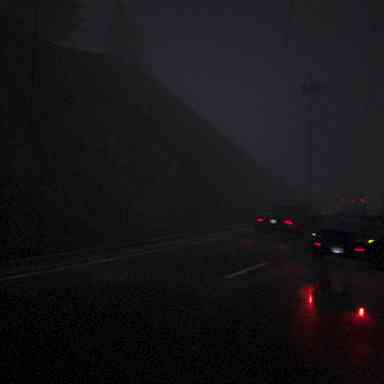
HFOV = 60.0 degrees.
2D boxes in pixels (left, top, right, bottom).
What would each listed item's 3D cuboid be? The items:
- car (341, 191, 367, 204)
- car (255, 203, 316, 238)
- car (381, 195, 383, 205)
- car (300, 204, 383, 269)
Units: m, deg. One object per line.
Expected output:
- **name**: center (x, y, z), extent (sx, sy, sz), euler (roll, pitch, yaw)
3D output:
- **car**: center (15.741, 0.772, 32.222), extent (2.097, 1.767, 4.553), euler (2, 2, 30)
- **car**: center (4.845, 1.220, 15.522), extent (2.033, 1.411, 5.357), euler (2, 2, 38)
- **car**: center (15.969, 0.811, 25.654), extent (2.150, 2.045, 5.566), euler (2, 2, 31)
- **car**: center (5.286, 1.331, 10.532), extent (1.812, 1.442, 4.674), euler (2, 2, 39)
